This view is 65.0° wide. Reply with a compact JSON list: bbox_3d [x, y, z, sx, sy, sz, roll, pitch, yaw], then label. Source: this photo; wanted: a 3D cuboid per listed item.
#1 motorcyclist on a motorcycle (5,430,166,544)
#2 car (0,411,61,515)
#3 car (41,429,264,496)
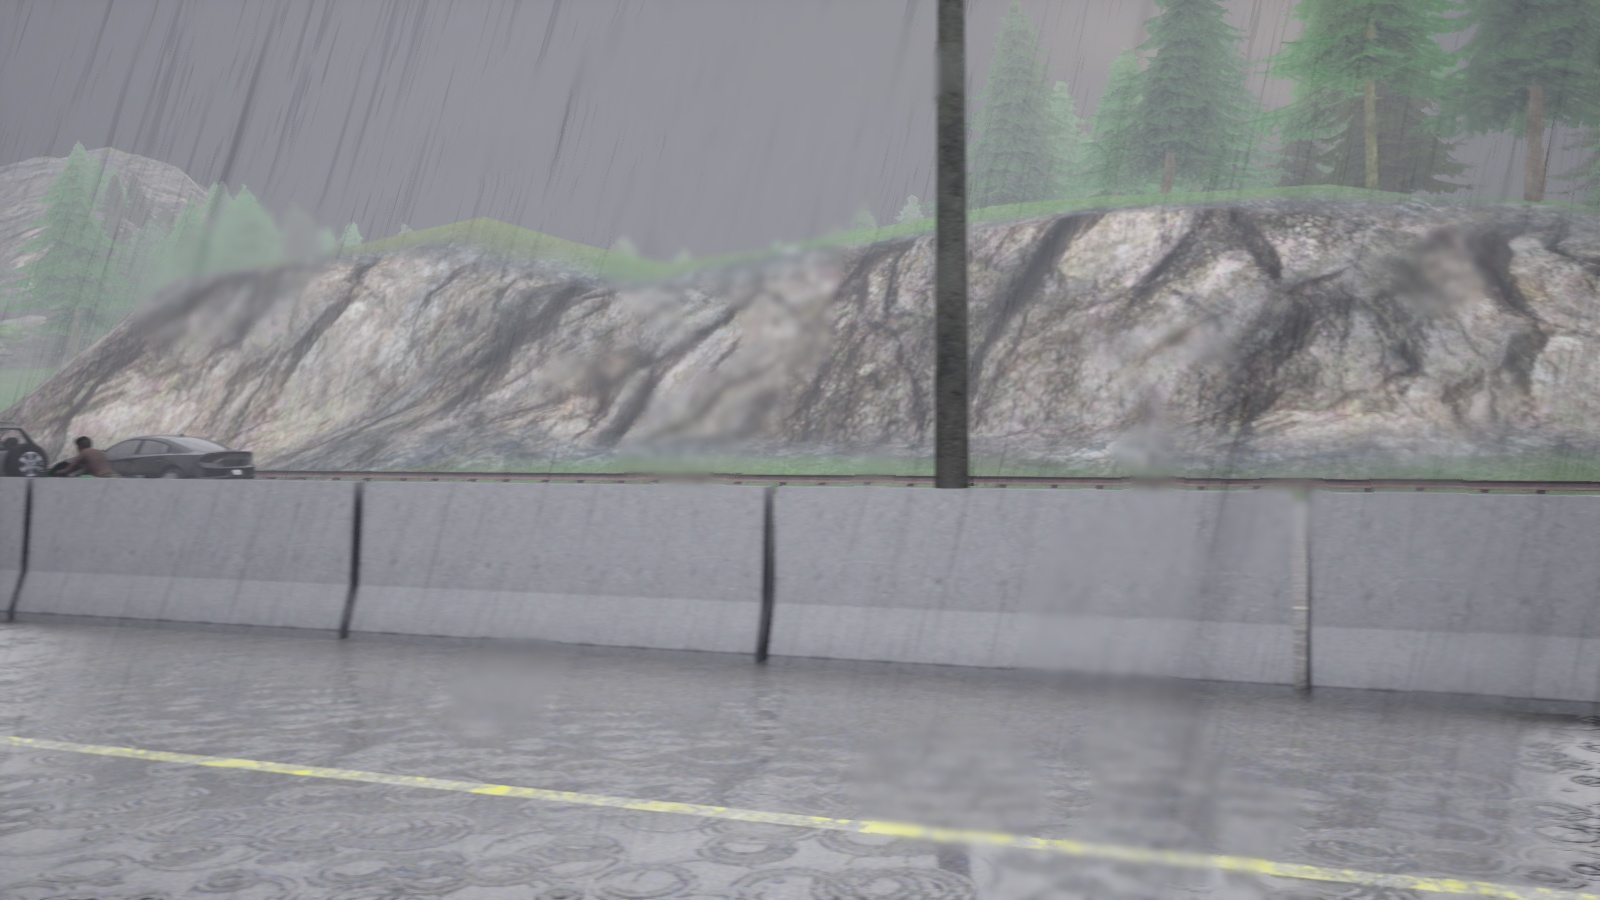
[{"bbox_3d":[-10.034,0.488,17.646,2.044,1.523,0.797,1,1,19],"label":"motorcyclist on a motorcycle"},{"bbox_3d":[-16.433,0.205,23.489,4.605,1.855,1.932,1,1,19],"label":"car"},{"bbox_3d":[-15.801,0.254,30.664,5.008,1.535,1.882,1,1,19],"label":"car"}]
